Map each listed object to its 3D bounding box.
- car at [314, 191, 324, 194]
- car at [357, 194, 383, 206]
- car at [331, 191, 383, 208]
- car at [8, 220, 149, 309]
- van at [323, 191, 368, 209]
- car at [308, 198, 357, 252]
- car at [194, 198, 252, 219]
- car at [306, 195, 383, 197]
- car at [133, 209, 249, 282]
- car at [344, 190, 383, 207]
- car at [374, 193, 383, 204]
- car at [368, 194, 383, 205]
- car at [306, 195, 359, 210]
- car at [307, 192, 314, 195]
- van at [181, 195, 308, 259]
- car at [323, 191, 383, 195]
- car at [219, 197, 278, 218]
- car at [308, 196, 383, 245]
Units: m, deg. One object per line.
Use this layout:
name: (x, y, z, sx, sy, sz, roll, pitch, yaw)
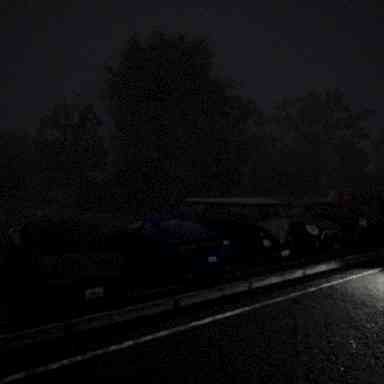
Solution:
car: (13.815, 0.939, 36.485, 2.435, 2.045, 5.566, -1, 0, -36)
car: (25.108, 1.086, 44.557, 2.163, 1.488, 4.792, -1, 0, -36)
car: (20.589, 0.866, 41.327, 2.435, 2.045, 5.566, -1, 0, -36)
car: (-3.216, 1.485, 8.164, 2.163, 1.488, 4.792, -1, 0, -36)
van: (18.280, 0.916, 39.784, 1.878, 1.987, 4.442, -1, 0, -36)
car: (3.589, 1.256, 13.102, 2.185, 1.767, 4.553, -1, 0, -36)
car: (2.539, 1.313, 28.397, 2.231, 1.521, 4.892, -1, 0, -36)
car: (8.187, 1.207, 16.312, 2.185, 1.767, 4.553, -1, 0, -36)
car: (-0.950, 1.430, 9.813, 2.097, 1.535, 5.008, -1, 0, -36)
car: (22.881, 0.836, 42.895, 2.435, 2.045, 5.566, -1, 0, -36)
car: (29.536, 0.980, 47.913, 1.946, 1.575, 5.366, -1, 1, -36)
car: (27.406, 1.054, 46.127, 2.163, 1.488, 4.792, -1, 0, -36)
car: (15.984, 1.163, 38.229, 1.946, 1.575, 5.366, -1, 0, -36)
car: (9.297, 1.114, 33.259, 2.185, 1.767, 4.553, -1, 0, -36)
van: (1.394, 1.180, 11.352, 1.878, 1.987, 4.442, -1, 0, -36)
car: (10.465, 1.056, 17.943, 2.435, 2.045, 5.566, -1, 0, -36)
car: (4.909, 1.285, 29.857, 1.946, 1.575, 5.366, -1, 0, -36)
car: (5.906, 1.231, 14.681, 2.185, 1.767, 4.553, -1, 0, -36)
